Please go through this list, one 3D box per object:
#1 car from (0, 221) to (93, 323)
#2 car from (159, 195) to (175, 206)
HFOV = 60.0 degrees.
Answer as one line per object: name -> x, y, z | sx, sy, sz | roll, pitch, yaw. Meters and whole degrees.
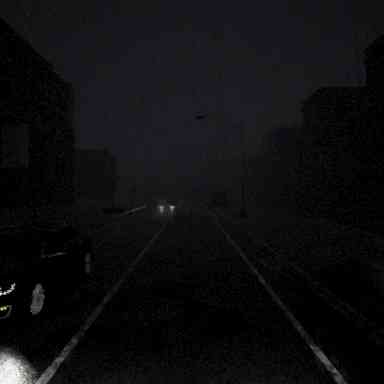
car -> -3.602, 1.462, 7.273 | 1.837, 1.490, 4.892 | 0, 0, 0
car -> -3.610, 1.224, 48.721 | 1.837, 1.490, 4.892 | 0, 0, 0
